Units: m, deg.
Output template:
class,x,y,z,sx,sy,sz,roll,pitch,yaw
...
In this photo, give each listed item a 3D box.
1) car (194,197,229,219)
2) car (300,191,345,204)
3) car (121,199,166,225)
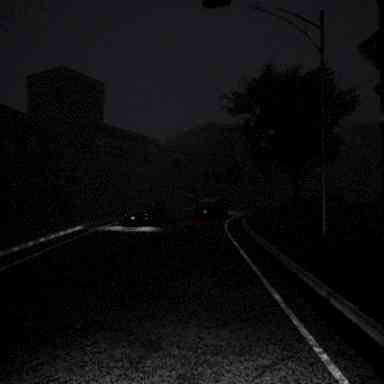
class,x,y,z,sx,sy,sz,roll,pitch,yaw
car,1.511,1.099,24.559,1.882,1.535,5.008,-1,1,15
car,14.812,0.584,38.049,5.357,1.411,2.033,-2,-1,-19
car,-2.999,1.223,21.504,1.837,1.490,4.892,-1,1,10
